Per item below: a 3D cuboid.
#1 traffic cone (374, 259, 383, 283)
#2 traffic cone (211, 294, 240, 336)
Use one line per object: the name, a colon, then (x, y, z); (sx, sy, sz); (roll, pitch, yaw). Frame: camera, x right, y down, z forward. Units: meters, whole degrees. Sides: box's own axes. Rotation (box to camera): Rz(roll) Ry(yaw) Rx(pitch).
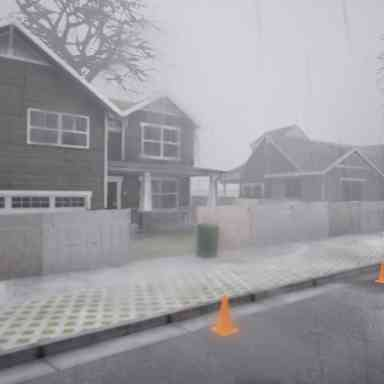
traffic cone: (4.733, 1.913, 8.165); (0.340, 0.580, 0.340); (0, 0, -33)
traffic cone: (0.537, 1.933, 5.353); (0.340, 0.580, 0.340); (0, 0, -34)
